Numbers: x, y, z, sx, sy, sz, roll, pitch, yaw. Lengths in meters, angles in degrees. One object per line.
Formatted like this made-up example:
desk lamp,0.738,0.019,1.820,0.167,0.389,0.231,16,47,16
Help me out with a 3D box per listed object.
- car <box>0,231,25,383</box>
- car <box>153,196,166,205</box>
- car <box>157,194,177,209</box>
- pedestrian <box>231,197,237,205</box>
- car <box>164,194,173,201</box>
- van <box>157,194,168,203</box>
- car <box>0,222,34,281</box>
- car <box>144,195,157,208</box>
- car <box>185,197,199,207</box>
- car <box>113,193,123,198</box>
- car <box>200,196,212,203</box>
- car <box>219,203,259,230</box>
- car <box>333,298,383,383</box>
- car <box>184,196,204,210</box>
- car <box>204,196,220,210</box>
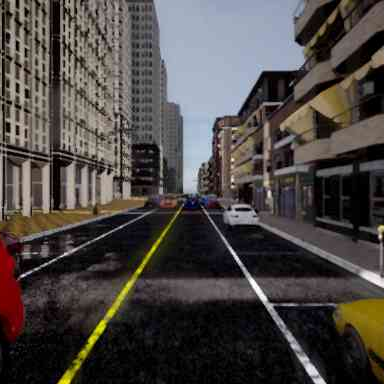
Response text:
car,-3.099,1.218,1.767,2.150,2.045,5.566,0,0,0
car,-5.694,1.455,58.837,2.008,1.369,4.403,0,0,0
car,-3.092,1.274,44.805,2.097,1.767,4.553,0,0,0
pedestrian,2.999,1.250,23.697,0.375,1.860,0.375,0,0,-2
car,-5.696,1.321,81.431,1.967,1.590,4.097,0,0,0
van,-5.695,1.239,64.485,1.690,1.788,3.998,0,0,0
car,-5.691,1.565,7.999,1.802,1.307,4.206,0,0,0
car,-5.693,1.485,47.539,1.947,1.339,4.313,0,0,0
car,-0.002,1.479,50.975,1.994,1.385,4.181,0,0,0
car,-21.137,0.939,92.212,4.097,1.590,1.967,1,-1,0
car,2.686,1.449,64.485,2.008,1.369,4.403,0,0,0
car,2.999,1.487,20.861,1.812,1.442,4.674,0,0,0
car,2.690,1.520,2.521,1.752,1.417,4.829,0,0,0
car,0.060,1.281,40.951,2.097,1.767,4.553,0,0,-1
car,2.687,1.509,41.891,1.802,1.307,4.206,0,0,0
